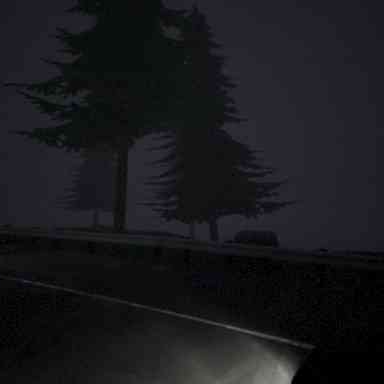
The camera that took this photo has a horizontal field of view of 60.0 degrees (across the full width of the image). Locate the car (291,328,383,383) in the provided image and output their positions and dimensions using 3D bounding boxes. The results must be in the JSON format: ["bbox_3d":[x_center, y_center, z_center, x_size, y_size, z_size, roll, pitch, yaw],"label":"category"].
[{"bbox_3d":[3.182,1.530,1.580,5.357,1.411,2.033,0,0,36],"label":"car"}]
